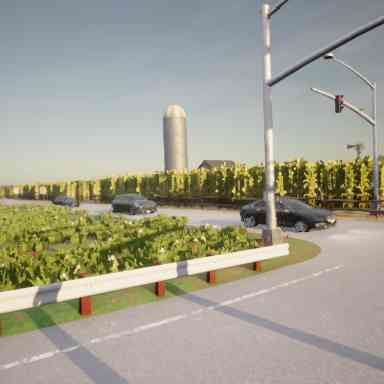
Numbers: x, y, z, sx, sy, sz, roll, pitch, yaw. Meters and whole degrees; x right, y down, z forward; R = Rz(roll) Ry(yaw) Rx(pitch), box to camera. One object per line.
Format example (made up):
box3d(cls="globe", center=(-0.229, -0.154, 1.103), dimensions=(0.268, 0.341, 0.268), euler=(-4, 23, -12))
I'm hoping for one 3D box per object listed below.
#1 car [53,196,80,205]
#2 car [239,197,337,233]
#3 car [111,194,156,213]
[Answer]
box3d(cls="car", center=(-14.939, 1.205, 39.407), dimensions=(1.837, 1.490, 4.892), euler=(-3, 2, -40))
box3d(cls="car", center=(4.537, 1.054, 16.337), dimensions=(1.837, 1.490, 4.892), euler=(-3, 2, -40))
box3d(cls="car", center=(-4.829, 0.957, 27.365), dimensions=(2.097, 1.767, 4.553), euler=(-3, 2, -40))
